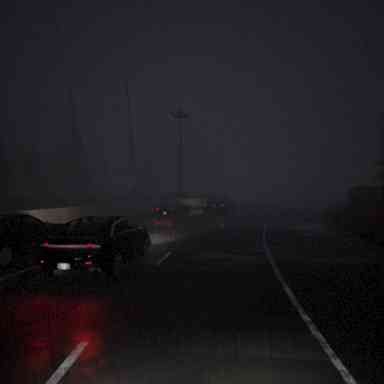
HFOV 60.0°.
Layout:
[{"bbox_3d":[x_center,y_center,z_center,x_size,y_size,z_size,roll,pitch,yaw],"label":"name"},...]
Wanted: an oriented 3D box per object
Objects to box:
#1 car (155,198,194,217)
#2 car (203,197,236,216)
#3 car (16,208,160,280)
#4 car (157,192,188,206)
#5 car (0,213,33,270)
[{"bbox_3d":[-1.565,1.471,29.945,1.895,1.301,4.718,0,0,19],"label":"car"},{"bbox_3d":[2.657,1.228,31.185,2.097,1.767,4.553,0,0,20],"label":"car"},{"bbox_3d":[-2.606,1.443,9.888,2.128,1.511,4.902,0,0,7],"label":"car"},{"bbox_3d":[-3.016,0.998,52.167,2.150,2.045,5.566,0,0,31],"label":"car"},{"bbox_3d":[-6.007,1.415,10.893,1.882,1.535,5.008,0,0,7],"label":"car"}]
